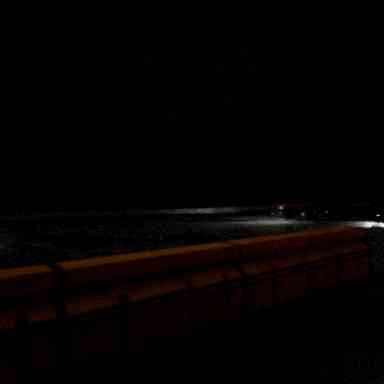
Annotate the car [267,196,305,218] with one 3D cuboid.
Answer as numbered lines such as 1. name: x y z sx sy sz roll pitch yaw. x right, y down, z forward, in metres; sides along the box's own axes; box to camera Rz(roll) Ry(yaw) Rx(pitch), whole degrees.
1. car: 8.831 1.268 29.265 4.553 1.767 2.097 0 0 -26

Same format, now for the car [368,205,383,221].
1. car: 15.080 1.493 24.555 4.181 1.385 1.994 0 0 -25

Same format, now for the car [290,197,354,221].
1. car: 10.589 1.416 26.249 4.902 1.511 2.128 0 0 -26
